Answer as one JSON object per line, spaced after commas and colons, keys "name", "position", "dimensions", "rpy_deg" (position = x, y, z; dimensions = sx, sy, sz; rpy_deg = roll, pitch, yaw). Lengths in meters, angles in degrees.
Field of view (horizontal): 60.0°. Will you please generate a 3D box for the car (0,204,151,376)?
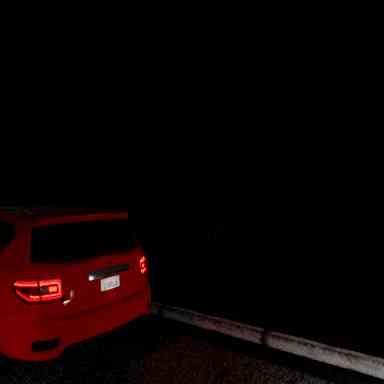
{"name": "car", "position": [-3.215, 1.229, 5.670], "dimensions": [5.566, 2.045, 2.150], "rpy_deg": [0, 0, 35]}
